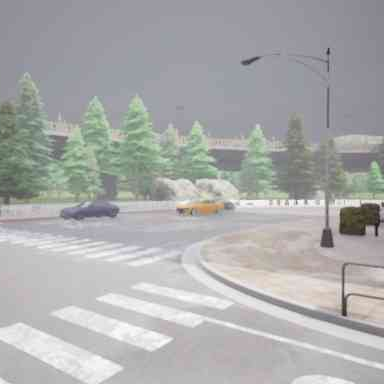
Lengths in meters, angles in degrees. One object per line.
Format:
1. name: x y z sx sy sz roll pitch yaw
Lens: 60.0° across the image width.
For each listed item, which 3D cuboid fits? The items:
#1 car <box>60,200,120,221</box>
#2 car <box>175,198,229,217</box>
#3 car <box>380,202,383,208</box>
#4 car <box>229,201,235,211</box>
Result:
1. car: -7.637 1.361 25.249 1.812 1.442 4.674 0 0 38
2. car: 0.748 1.334 29.866 5.008 1.535 1.882 0 0 -43
3. car: 26.466 1.527 42.020 4.718 1.301 1.895 0 0 6
4. car: 2.601 1.409 35.770 4.181 1.385 1.994 0 0 -34
